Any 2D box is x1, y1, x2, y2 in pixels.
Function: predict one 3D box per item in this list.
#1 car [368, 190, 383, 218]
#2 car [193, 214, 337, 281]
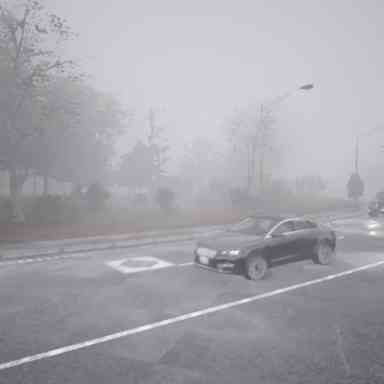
[{"bbox_3d":[15.298,0.867,25.467,2.150,2.045,5.566,0,1,42],"label":"car"},{"bbox_3d":[2.298,1.439,9.819,4.902,1.511,2.128,-1,0,-35],"label":"car"}]
